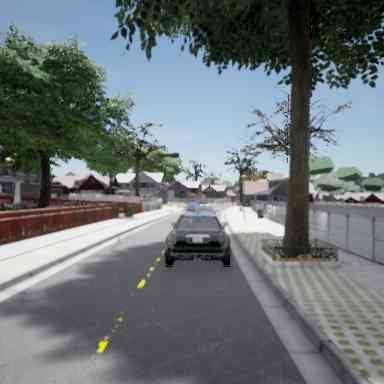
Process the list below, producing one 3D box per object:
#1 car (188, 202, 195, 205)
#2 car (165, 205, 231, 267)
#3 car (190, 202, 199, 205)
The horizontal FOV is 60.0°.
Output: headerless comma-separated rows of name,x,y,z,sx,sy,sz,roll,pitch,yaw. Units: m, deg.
car,0.181,2.214,48.485,1.812,1.442,4.674,0,-1,7
car,0.267,1.512,12.279,2.097,1.767,4.553,0,-1,2
car,1.037,1.875,27.300,1.837,1.490,4.892,0,0,5
